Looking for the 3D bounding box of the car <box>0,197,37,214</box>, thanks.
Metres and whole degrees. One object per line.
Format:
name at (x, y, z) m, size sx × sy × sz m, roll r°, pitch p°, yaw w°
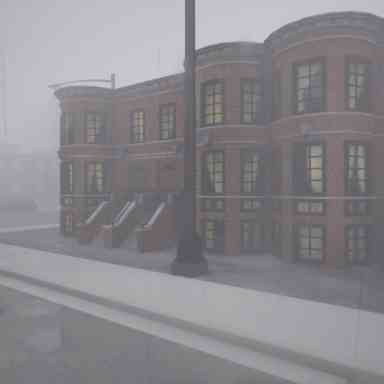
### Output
car at (-18.782, 1.352, 34.849) m, size 2.097 × 1.767 × 4.553 m, roll 0°, pitch 0°, yaw 35°
